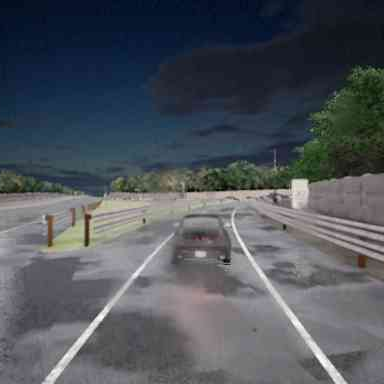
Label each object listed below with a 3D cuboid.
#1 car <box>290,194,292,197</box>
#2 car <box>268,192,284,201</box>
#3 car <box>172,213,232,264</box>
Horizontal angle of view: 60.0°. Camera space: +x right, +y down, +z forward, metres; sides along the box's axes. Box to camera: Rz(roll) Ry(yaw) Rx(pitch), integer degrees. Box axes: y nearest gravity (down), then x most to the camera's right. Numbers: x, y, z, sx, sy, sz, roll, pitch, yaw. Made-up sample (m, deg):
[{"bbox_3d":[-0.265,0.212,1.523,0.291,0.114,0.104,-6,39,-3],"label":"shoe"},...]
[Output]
[{"bbox_3d":[27.652,1.238,89.516,4.718,1.301,1.895,-2,0,-44],"label":"car"},{"bbox_3d":[20.624,1.082,81.622,2.150,2.045,5.566,-1,0,39],"label":"car"},{"bbox_3d":[0.363,1.534,11.926,1.837,1.490,4.892,0,0,3],"label":"car"}]
